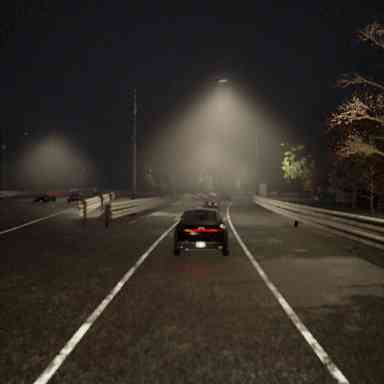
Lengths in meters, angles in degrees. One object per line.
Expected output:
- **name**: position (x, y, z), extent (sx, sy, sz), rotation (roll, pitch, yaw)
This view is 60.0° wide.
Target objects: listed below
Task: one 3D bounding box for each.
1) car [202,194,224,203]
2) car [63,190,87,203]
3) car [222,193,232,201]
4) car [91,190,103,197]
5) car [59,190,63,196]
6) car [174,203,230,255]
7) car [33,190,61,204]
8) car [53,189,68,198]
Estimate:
- **car**: position (2.064, 1.214, 35.313), extent (2.033, 1.411, 5.357), rotation (0, 1, 7)
- **car**: position (-15.408, 0.726, 44.645), extent (2.033, 1.411, 5.357), rotation (0, 1, -9)
- **car**: position (6.431, 0.873, 62.859), extent (1.882, 1.535, 5.008), rotation (0, 0, 12)
- **car**: position (-19.488, 0.318, 68.384), extent (2.128, 1.511, 4.902), rotation (0, 1, -10)
- **car**: position (-25.136, 0.406, 60.330), extent (1.812, 1.442, 4.674), rotation (0, 1, -10)
- **car**: position (0.373, 1.375, 12.687), extent (1.837, 1.490, 4.892), rotation (0, 0, 2)
- **car**: position (-18.554, 0.797, 42.248), extent (1.895, 1.301, 4.718), rotation (0, 1, -10)
- **car**: position (-26.265, 0.258, 66.480), extent (1.882, 1.535, 5.008), rotation (0, 1, -10)
